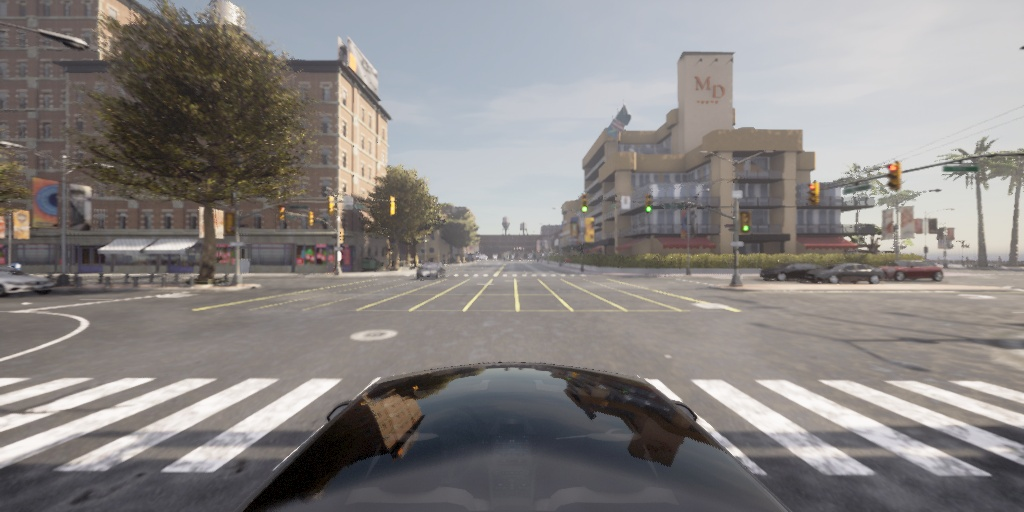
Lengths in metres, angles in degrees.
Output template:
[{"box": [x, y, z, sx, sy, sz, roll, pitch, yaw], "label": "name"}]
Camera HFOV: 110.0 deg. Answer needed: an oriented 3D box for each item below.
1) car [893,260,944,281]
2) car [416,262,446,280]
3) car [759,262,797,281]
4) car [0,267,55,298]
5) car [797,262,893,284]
[{"box": [32.309, 1.137, 29.524, 4.553, 1.767, 2.097, 0, 0, 1], "label": "car"}, {"box": [-6.996, 1.256, 31.404, 2.128, 1.511, 4.902, 0, 0, 0], "label": "car"}, {"box": [23.223, 1.262, 29.612, 5.008, 1.535, 1.882, 0, 0, 0], "label": "car"}, {"box": [-26.346, 1.295, 18.204, 4.674, 1.442, 1.812, 0, 0, 0], "label": "car"}, {"box": [24.116, 1.285, 26.104, 4.892, 1.490, 1.837, 0, 0, 0], "label": "car"}]
